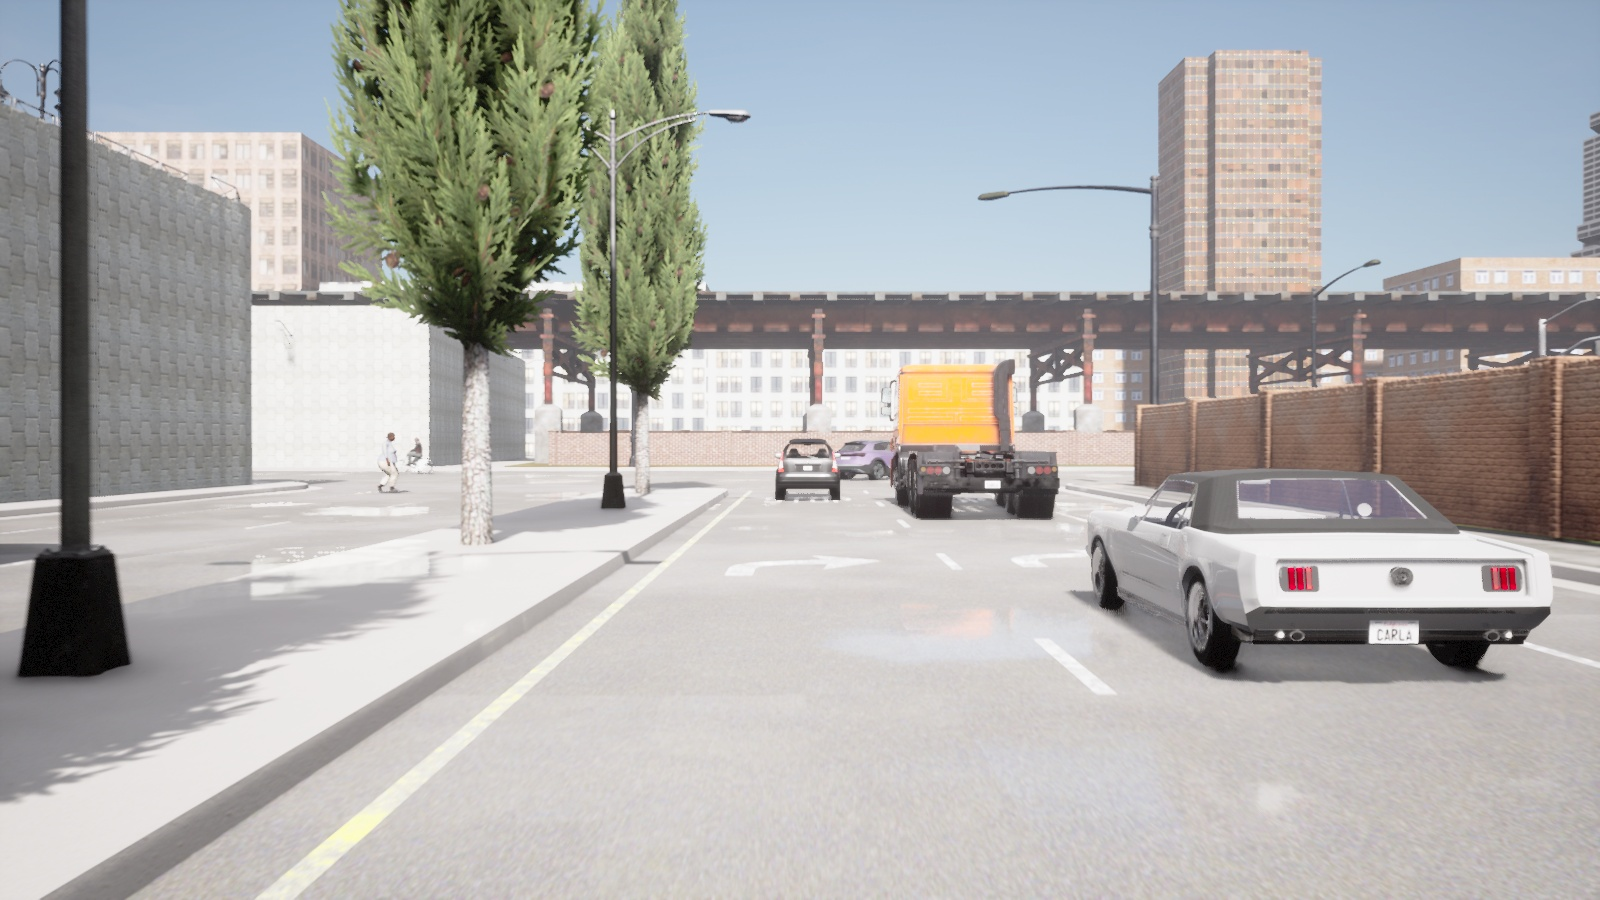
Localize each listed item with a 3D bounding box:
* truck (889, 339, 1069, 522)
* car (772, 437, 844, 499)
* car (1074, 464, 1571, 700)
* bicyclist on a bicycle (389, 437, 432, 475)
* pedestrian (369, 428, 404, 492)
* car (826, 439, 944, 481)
[{"bbox_3d":[3.674,-0.389,27.820,2.891,3.462,7.936,0,0,0],"label":"truck"},{"bbox_3d":[0.211,0.451,34.381,1.851,1.617,3.988,0,0,0],"label":"car"},{"bbox_3d":[3.571,0.795,9.706,1.895,1.301,4.718,0,0,0],"label":"car"},{"bbox_3d":[-18.498,0.266,59.616,1.843,1.776,0.659,0,0,1],"label":"bicyclist on a bicycle"},{"bbox_3d":[-12.155,0.301,36.919,0.900,1.855,0.874,0,0,-12],"label":"pedestrian"},{"bbox_3d":[3.506,0.391,51.093,4.856,1.649,2.033,0,0,-43],"label":"car"}]
